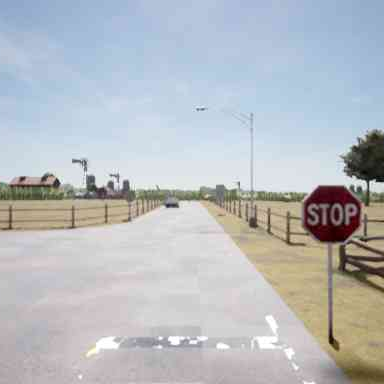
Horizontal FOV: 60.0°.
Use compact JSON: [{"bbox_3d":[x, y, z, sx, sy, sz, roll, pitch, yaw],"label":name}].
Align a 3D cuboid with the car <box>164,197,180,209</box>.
[{"bbox_3d":[-2.785,1.528,46.835,1.882,1.535,5.008,0,0,0],"label":"car"}]
